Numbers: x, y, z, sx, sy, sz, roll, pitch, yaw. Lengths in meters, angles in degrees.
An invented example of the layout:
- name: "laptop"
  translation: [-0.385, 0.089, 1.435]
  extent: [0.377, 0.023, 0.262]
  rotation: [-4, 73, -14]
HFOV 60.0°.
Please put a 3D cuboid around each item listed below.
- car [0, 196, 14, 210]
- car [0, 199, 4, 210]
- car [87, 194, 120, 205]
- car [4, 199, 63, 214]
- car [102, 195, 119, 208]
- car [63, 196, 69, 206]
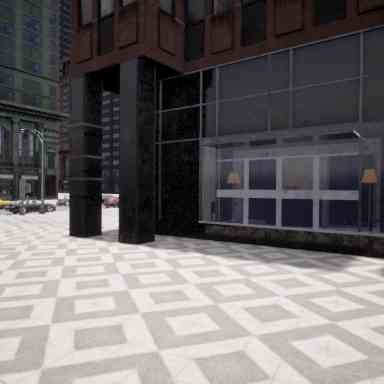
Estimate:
- name: "car"
  translation: [-22.092, 1.233, 35.880]
  extent: [1.752, 1.417, 4.829]
  rotation: [2, 2, 36]
- name: "car"
  translation: [-18.093, 1.419, 26.825]
  extent: [1.947, 1.339, 4.313]
  rotation: [2, 2, 36]
- name: "car"
  translation: [-12.906, 1.082, 48.707]
  extent: [1.947, 1.339, 4.313]
  rotation: [2, 2, 36]
- name: "car"
  translation: [-14.961, 1.342, 31.198]
  extent: [2.008, 1.369, 4.403]
  rotation: [2, 2, 36]
- name: "car"
  translation: [-8.698, 1.244, 39.942]
  extent: [1.802, 1.307, 4.206]
  rotation: [2, 2, 36]
- name: "car"
  translation: [-15.935, 1.132, 44.478]
  extent: [2.008, 1.369, 4.403]
  rotation: [2, 2, 36]
